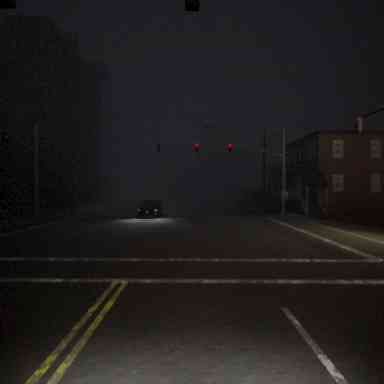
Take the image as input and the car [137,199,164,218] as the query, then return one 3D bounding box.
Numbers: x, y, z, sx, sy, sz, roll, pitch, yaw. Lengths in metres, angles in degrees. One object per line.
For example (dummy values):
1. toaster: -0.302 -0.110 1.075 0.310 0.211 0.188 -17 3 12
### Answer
1. car: -3.494 1.399 28.483 1.837 1.490 4.892 0 -1 0
